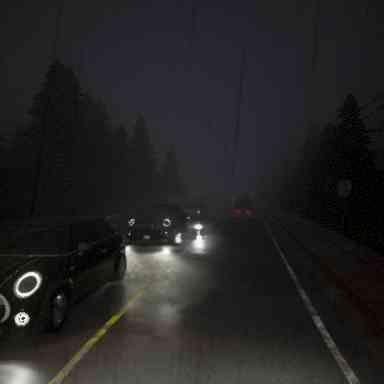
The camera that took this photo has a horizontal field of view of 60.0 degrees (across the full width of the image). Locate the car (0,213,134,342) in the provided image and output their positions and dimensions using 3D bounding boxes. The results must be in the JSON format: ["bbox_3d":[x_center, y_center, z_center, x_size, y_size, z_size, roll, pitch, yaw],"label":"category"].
[{"bbox_3d":[-2.951,1.345,6.830,2.097,1.767,4.553,0,0,7],"label":"car"}]

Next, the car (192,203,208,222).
[{"bbox_3d":[0.108,1.514,26.059,1.895,1.301,4.718,0,0,9],"label":"car"}]

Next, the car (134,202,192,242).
[{"bbox_3d":[-1.536,1.307,16.181,2.097,1.767,4.553,0,0,10],"label":"car"}]

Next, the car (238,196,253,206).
[{"bbox_3d":[8.089,1.346,50.129,1.994,1.385,4.181,0,0,13],"label":"car"}]

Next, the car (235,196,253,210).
[{"bbox_3d":[6.150,1.318,39.876,2.128,1.511,4.902,0,0,10],"label":"car"}]
